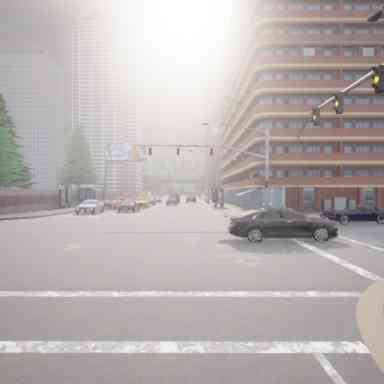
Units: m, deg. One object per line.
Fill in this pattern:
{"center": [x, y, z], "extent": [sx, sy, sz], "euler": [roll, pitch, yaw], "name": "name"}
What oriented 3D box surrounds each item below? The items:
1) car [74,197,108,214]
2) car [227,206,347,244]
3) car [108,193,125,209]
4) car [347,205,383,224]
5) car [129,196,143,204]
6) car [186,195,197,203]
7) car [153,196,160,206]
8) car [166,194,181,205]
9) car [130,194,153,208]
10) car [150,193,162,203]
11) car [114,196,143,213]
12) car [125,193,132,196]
{"center": [-10.655, 1.526, 34.933], "extent": [1.812, 1.442, 4.674], "euler": [0, 0, 2], "name": "car"}
{"center": [4.074, 1.467, 15.161], "extent": [4.892, 1.490, 1.837], "euler": [0, 0, -2], "name": "car"}
{"center": [-10.669, 1.352, 43.879], "extent": [2.097, 1.767, 4.553], "euler": [0, 0, 0], "name": "car"}
{"center": [11.385, 1.545, 23.200], "extent": [4.718, 1.301, 1.895], "euler": [0, 0, -13], "name": "car"}
{"center": [-10.646, 1.505, 64.025], "extent": [1.837, 1.490, 4.892], "euler": [0, 0, 0], "name": "car"}
{"center": [-0.112, 1.350, 69.683], "extent": [2.097, 1.767, 4.553], "euler": [0, 0, 0], "name": "car"}
{"center": [-7.175, 1.491, 56.588], "extent": [2.128, 1.511, 4.902], "euler": [0, 0, 0], "name": "car"}
{"center": [-3.493, 1.547, 58.193], "extent": [2.033, 1.411, 5.357], "euler": [0, 0, 0], "name": "car"}
{"center": [-7.173, 1.477, 47.109], "extent": [1.882, 1.535, 5.008], "euler": [0, 0, 0], "name": "car"}
{"center": [-7.132, 1.526, 66.812], "extent": [1.812, 1.442, 4.674], "euler": [0, 0, 0], "name": "car"}
{"center": [-7.145, 1.526, 37.770], "extent": [1.812, 1.442, 4.674], "euler": [0, 0, 0], "name": "car"}
{"center": [-10.679, 1.221, 53.608], "extent": [2.150, 2.045, 5.566], "euler": [0, 0, 0], "name": "car"}
